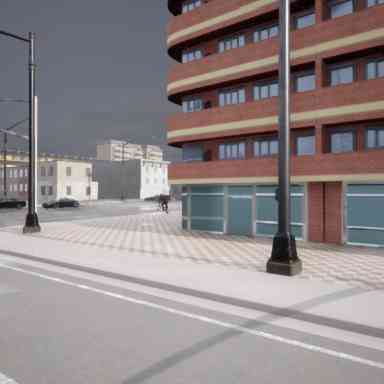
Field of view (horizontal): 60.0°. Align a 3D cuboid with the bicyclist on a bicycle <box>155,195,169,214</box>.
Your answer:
[{"bbox_3d":[-2.613,1.094,29.256,1.656,1.620,0.582,0,1,37],"label":"bicyclist on a bicycle"}]

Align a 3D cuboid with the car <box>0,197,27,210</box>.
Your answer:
[{"bbox_3d":[-21.350,1.345,37.560,2.128,1.511,4.902,0,1,37],"label":"car"}]

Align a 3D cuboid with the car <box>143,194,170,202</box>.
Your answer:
[{"bbox_3d":[-6.043,0.976,58.083,2.033,1.411,5.357,0,1,37],"label":"car"}]

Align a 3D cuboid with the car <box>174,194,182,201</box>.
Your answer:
[{"bbox_3d":[-1.160,0.893,58.749,1.812,1.442,4.674,0,1,37],"label":"car"}]

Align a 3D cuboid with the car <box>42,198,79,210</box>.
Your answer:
[{"bbox_3d":[-15.549,1.349,39.489,1.994,1.385,4.181,0,1,37],"label":"car"}]
